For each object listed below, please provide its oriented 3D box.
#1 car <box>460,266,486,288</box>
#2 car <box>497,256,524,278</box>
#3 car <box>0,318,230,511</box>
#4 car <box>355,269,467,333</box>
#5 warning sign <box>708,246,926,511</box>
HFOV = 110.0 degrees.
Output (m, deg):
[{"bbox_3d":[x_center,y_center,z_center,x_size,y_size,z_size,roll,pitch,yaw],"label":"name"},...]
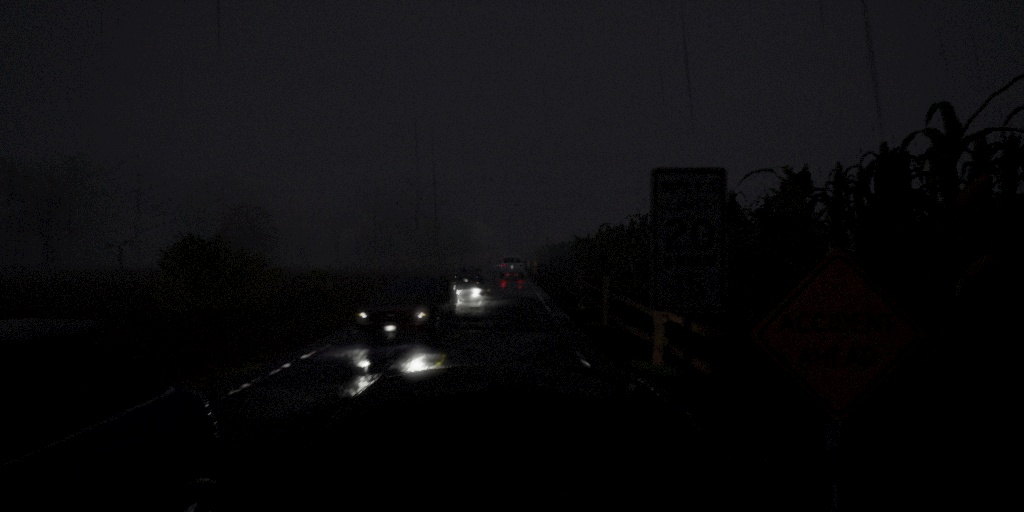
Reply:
[{"bbox_3d":[-2.847,1.346,24.224,1.994,1.385,4.181,0,0,0],"label":"car"},{"bbox_3d":[0.005,1.009,34.465,2.150,2.045,5.566,0,0,0],"label":"car"},{"bbox_3d":[-2.850,1.099,0.333,2.097,1.767,4.553,0,0,0],"label":"car"},{"bbox_3d":[-2.848,1.315,11.063,2.033,1.411,5.357,0,0,0],"label":"car"},{"bbox_3d":[2.450,0.868,2.724,1.300,1.860,1.060,0,0,0],"label":"warning sign"}]
